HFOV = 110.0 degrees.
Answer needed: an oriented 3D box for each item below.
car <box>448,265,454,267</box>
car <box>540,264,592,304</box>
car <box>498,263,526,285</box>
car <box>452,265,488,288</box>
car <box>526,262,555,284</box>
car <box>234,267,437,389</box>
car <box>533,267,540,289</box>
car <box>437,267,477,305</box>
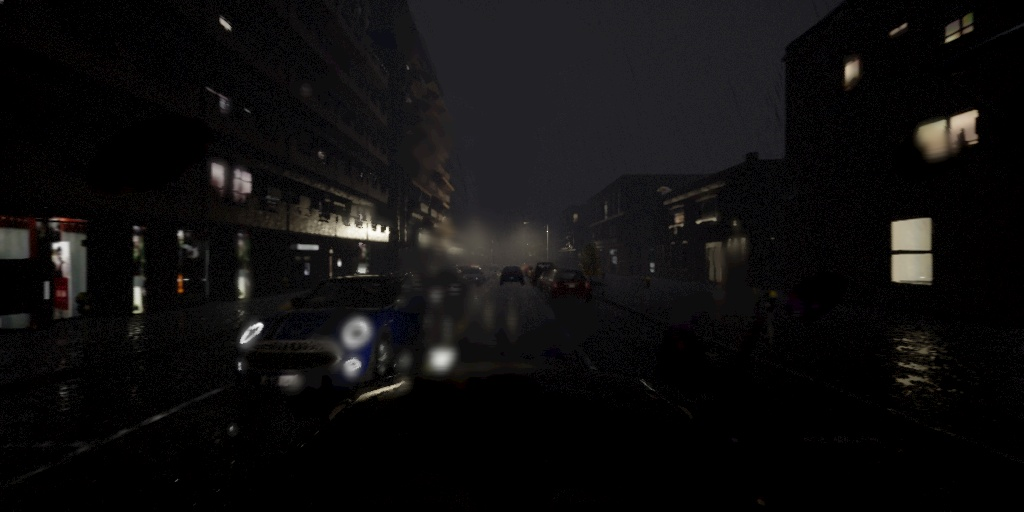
[{"bbox_3d":[-5.808,1.627,34.852,1.967,1.591,4.097,0,0,0],"label":"car"},{"bbox_3d":[2.663,1.386,17.826,1.967,1.591,4.097,0,0,0],"label":"car"},{"bbox_3d":[0.003,1.597,30.812,1.882,1.535,5.008,0,0,0],"label":"car"},{"bbox_3d":[-3.134,1.613,27.605,1.812,1.442,4.674,0,-1,0],"label":"car"},{"bbox_3d":[2.600,1.406,29.179,2.192,1.841,5.009,0,0,0],"label":"car"},{"bbox_3d":[-3.111,1.180,7.264,2.097,1.767,4.553,0,-1,0],"label":"car"},{"bbox_3d":[2.621,1.600,23.501,1.802,1.307,4.207,0,0,0],"label":"car"},{"bbox_3d":[-3.139,1.448,17.350,2.128,1.511,4.902,0,-1,0],"label":"car"}]
